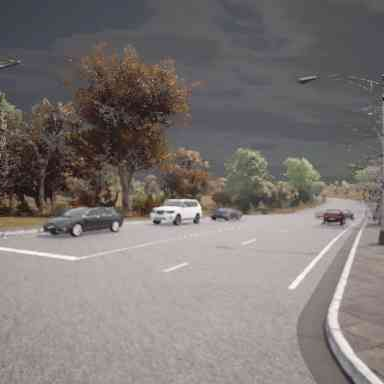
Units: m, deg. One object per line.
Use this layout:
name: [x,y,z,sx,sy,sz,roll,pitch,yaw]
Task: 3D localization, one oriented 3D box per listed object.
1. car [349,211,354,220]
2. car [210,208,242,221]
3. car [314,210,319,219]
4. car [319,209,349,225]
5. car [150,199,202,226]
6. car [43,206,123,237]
car: [24.409,3.631,52.489,1.812,1.442,4.674,0,-3,28]
car: [3.880,2.450,36.806,2.033,1.411,5.357,0,-3,28]
car: [20.866,3.520,53.286,1.882,1.535,5.008,0,-3,28]
car: [14.915,2.595,34.789,1.882,1.535,5.008,0,-3,28]
car: [-1.156,1.613,27.456,2.150,2.045,5.566,0,-2,28]
car: [-5.901,1.565,18.608,1.837,1.490,4.892,0,-1,28]
